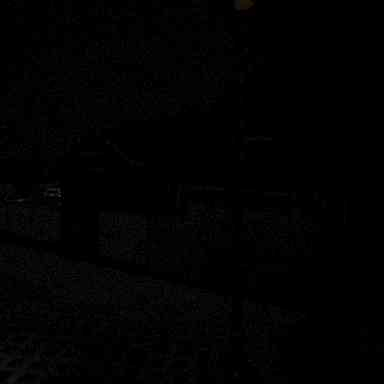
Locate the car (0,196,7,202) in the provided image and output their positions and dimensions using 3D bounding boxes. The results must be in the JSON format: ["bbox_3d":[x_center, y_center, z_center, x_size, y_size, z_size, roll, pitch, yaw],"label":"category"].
[{"bbox_3d":[-17.701,0.676,27.579,2.033,1.411,5.357,4,2,5],"label":"car"}]

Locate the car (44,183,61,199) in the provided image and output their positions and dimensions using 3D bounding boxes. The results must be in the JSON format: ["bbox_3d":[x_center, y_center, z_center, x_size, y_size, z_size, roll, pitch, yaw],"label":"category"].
[{"bbox_3d":[-17.069,-0.112,43.154,2.150,2.045,5.566,3,2,-1],"label":"car"}]
